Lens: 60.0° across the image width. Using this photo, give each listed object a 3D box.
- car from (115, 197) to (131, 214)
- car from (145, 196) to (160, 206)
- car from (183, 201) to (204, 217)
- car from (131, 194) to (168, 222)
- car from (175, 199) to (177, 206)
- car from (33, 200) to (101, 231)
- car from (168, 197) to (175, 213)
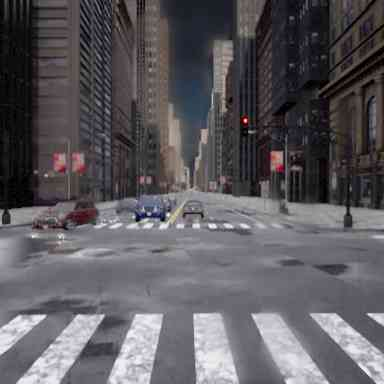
[{"bbox_3d":[-6.591,1.327,34.922,2.097,1.767,4.553,0,0,0],"label":"car"},{"bbox_3d":[-6.562,1.454,55.179,1.837,1.490,4.892,0,0,0],"label":"car"},{"bbox_3d":[0.105,1.526,30.787,2.033,1.411,5.357,0,0,0],"label":"car"},{"bbox_3d":[-3.203,1.207,26.299,2.150,2.045,5.566,0,0,-3],"label":"car"},{"bbox_3d":[-3.327,1.479,52.332,1.812,1.442,4.674,0,0,0],"label":"car"},{"bbox_3d":[-7.593,1.344,20.619,2.097,1.767,4.553,0,0,14],"label":"car"},{"bbox_3d":[-3.339,1.324,36.967,2.097,1.767,4.553,0,0,0],"label":"car"}]
